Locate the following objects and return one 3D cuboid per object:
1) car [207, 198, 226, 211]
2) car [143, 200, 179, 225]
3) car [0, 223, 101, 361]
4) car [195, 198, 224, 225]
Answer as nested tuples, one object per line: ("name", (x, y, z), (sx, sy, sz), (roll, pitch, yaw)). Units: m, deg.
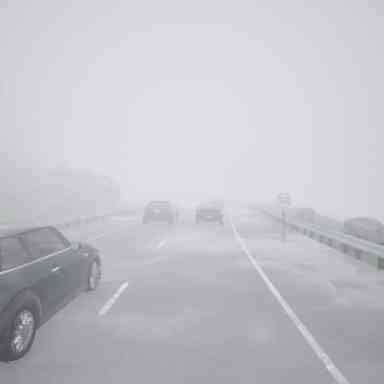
("car", (3.096, 1.510, 42.400), (2.163, 1.488, 4.792), (0, 0, 4))
("car", (-2.181, 1.350, 24.557), (2.097, 1.767, 4.553), (0, 0, 5))
("car", (-3.252, 1.347, 6.102), (2.097, 1.767, 4.553), (0, 0, 1))
("car", (1.320, 1.480, 24.449), (1.882, 1.535, 5.008), (0, 0, 5))
